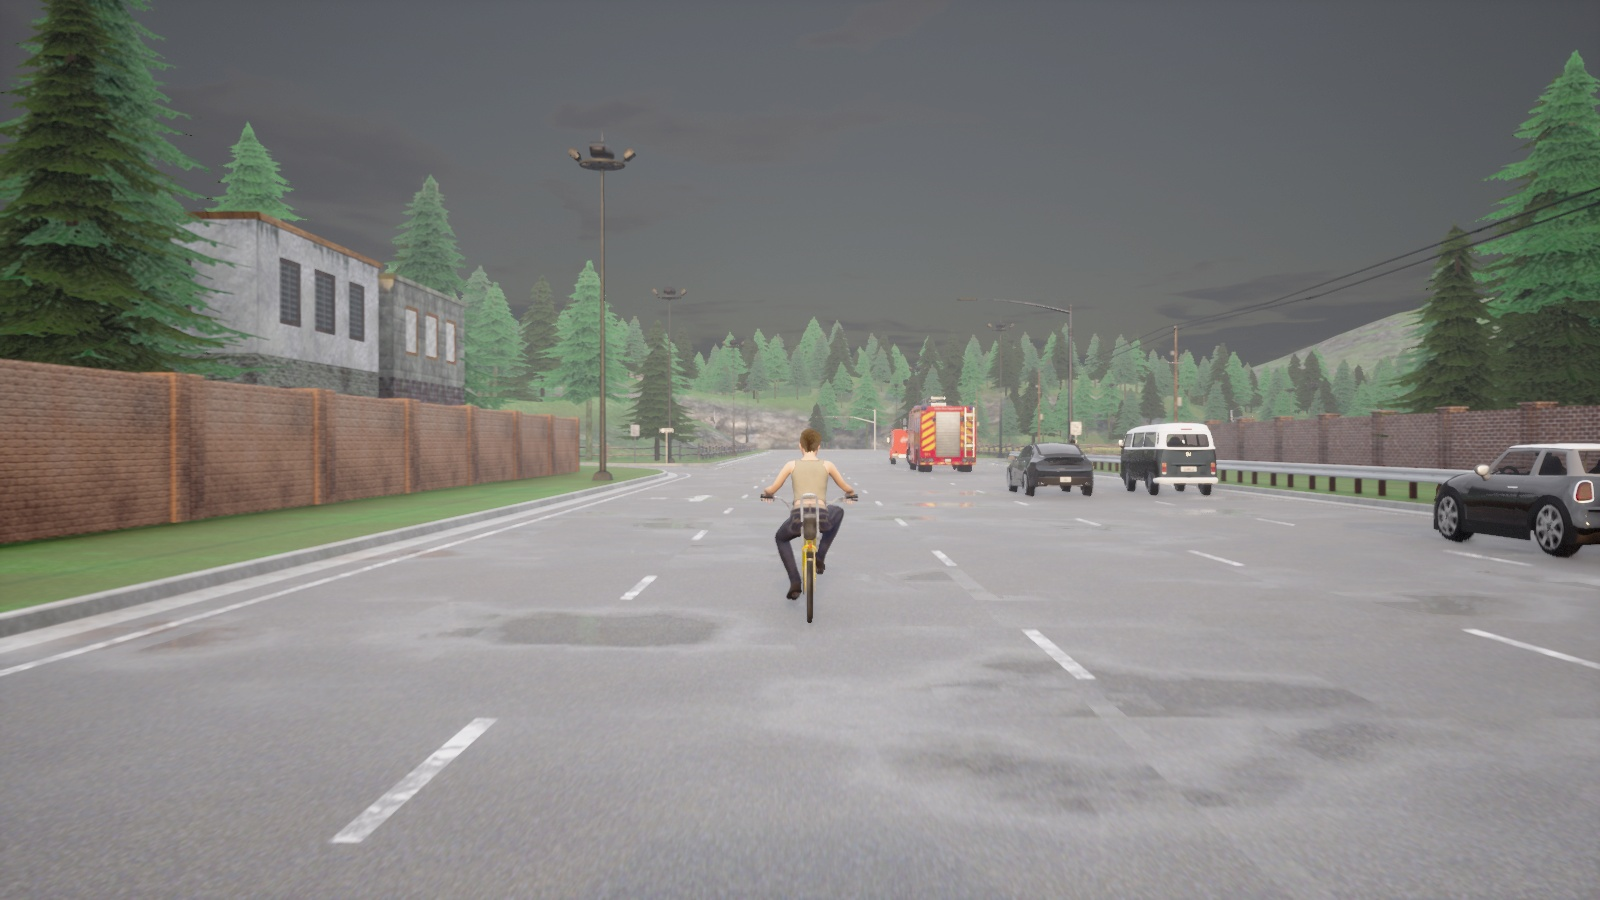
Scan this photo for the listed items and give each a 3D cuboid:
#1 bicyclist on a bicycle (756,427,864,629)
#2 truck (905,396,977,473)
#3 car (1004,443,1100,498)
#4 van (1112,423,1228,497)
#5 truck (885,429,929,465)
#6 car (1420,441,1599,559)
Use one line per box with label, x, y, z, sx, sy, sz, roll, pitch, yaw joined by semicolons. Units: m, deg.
bicyclist on a bicycle;0.082;0.622;10.786;0.866;1.612;1.509;0;0;0
truck;7.396;-0.790;66.947;2.891;3.827;8.468;0;0;0
car;7.222;0.551;36.516;1.837;1.490;4.892;0;0;0
van;10.724;0.271;36.752;2.069;2.038;4.480;0;0;0
truck;7.519;-0.230;88.734;2.627;2.467;5.204;0;1;0
car;10.615;0.621;17.628;1.970;1.475;3.806;0;0;0
